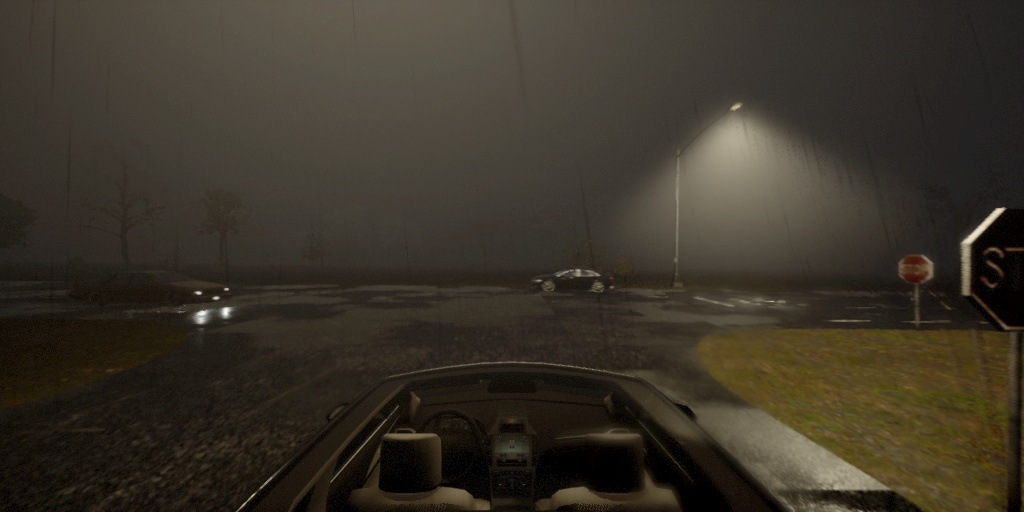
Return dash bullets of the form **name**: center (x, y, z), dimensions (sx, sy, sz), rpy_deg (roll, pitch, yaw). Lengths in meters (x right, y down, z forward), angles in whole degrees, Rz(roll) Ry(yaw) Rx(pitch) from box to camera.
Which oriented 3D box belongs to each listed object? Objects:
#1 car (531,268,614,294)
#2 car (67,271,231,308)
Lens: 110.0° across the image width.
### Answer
- **car**: center (3.629, 1.486, 21.687), dimensions (4.902, 1.511, 2.128), rpy_deg (1, 0, 1)
- **car**: center (-14.907, 1.323, 14.867), dimensions (5.357, 1.411, 2.033), rpy_deg (1, 0, 0)
